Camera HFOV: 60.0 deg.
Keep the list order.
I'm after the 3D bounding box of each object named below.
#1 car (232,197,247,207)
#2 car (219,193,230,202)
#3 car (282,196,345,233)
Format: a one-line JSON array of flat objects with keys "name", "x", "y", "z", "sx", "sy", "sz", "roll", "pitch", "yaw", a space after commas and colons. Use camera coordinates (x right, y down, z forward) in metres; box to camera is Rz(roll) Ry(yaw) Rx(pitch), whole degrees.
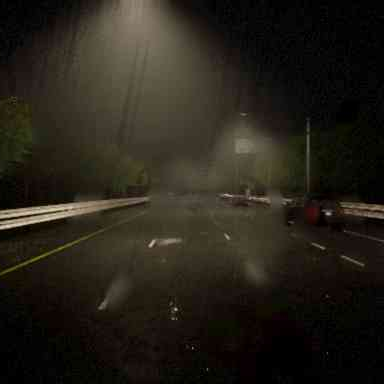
[{"name": "car", "x": 7.133, "y": 1.523, "z": 50.069, "sx": 2.033, "sy": 1.411, "sz": 5.357, "roll": 0, "pitch": 0, "yaw": 0}, {"name": "car", "x": 7.262, "y": 1.484, "z": 77.207, "sx": 2.033, "sy": 1.411, "sz": 5.357, "roll": 0, "pitch": 0, "yaw": 0}, {"name": "car", "x": 7.020, "y": 1.222, "z": 19.766, "sx": 2.150, "sy": 2.045, "sz": 5.566, "roll": 0, "pitch": 0, "yaw": 0}]
